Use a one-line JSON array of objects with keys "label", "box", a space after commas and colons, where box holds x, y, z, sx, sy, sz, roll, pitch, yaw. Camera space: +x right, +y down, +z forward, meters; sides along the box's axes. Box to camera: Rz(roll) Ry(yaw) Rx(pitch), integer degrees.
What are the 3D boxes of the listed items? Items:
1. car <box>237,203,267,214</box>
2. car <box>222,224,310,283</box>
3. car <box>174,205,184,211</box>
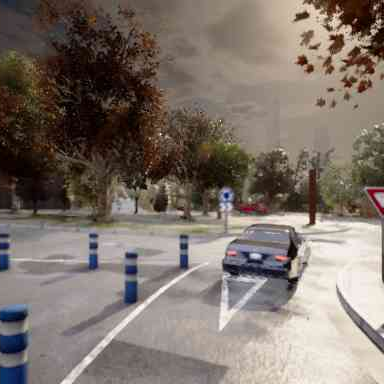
[{"label": "car", "box": [11.187, 3.065, 62.103, 5.566, 2.045, 2.150, 0, 0, 39]}, {"label": "car", "box": [2.479, 1.692, 10.192, 2.033, 1.411, 5.357, 2, -2, 23]}, {"label": "car", "box": [-2.664, 4.219, 86.062, 2.097, 1.767, 4.553, 0, -5, -13]}]
